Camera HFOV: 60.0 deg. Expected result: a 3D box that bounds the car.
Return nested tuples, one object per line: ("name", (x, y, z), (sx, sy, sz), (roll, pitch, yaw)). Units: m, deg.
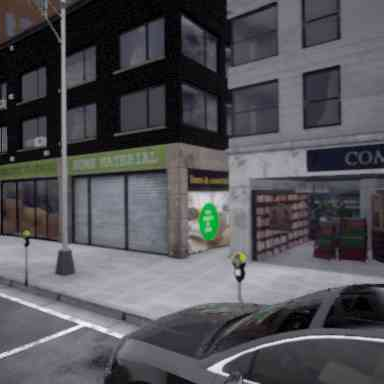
("car", (1.402, 1.506, 2.434), (4.892, 1.490, 1.837), (-1, 0, 36))
